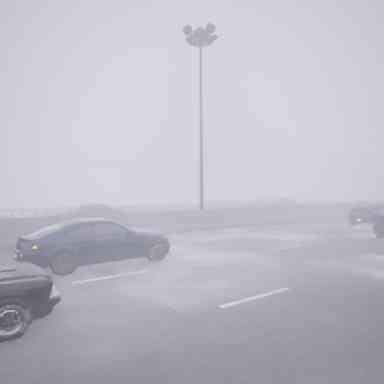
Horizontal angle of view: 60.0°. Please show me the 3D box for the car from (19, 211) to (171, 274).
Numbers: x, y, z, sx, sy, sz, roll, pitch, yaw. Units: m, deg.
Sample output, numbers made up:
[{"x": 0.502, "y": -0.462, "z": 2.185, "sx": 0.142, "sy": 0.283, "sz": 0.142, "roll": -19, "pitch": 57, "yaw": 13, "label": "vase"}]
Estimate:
[{"x": -2.883, "y": 1.529, "z": 10.317, "sx": 4.674, "sy": 1.442, "sz": 1.812, "roll": -1, "pitch": 0, "yaw": -36, "label": "car"}]

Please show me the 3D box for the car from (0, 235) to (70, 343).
[{"x": -4.501, "y": 1.627, "z": 4.802, "sx": 4.718, "sy": 1.301, "sz": 1.895, "roll": -1, "pitch": 0, "yaw": -36, "label": "car"}]

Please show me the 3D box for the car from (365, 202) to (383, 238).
[{"x": 10.533, "y": 1.369, "z": 15.781, "sx": 5.008, "sy": 1.535, "sz": 1.882, "roll": -1, "pitch": 0, "yaw": -36, "label": "car"}]

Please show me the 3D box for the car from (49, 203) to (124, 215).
[{"x": -7.607, "y": 1.558, "z": 24.451, "sx": 5.357, "sy": 1.411, "sz": 2.033, "roll": -1, "pitch": 0, "yaw": -36, "label": "car"}]

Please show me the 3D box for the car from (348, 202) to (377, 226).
[{"x": 11.806, "y": 1.377, "z": 21.044, "sx": 4.892, "sy": 1.490, "sz": 1.837, "roll": -1, "pitch": 0, "yaw": -36, "label": "car"}]

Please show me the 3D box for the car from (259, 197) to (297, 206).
[{"x": 11.262, "y": 1.354, "z": 42.442, "sx": 5.008, "sy": 1.535, "sz": 1.882, "roll": -1, "pitch": 0, "yaw": -36, "label": "car"}]

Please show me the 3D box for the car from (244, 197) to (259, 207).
[{"x": 9.198, "y": 1.390, "z": 45.269, "sx": 4.674, "sy": 1.442, "sz": 1.812, "roll": -1, "pitch": 0, "yaw": -36, "label": "car"}]
